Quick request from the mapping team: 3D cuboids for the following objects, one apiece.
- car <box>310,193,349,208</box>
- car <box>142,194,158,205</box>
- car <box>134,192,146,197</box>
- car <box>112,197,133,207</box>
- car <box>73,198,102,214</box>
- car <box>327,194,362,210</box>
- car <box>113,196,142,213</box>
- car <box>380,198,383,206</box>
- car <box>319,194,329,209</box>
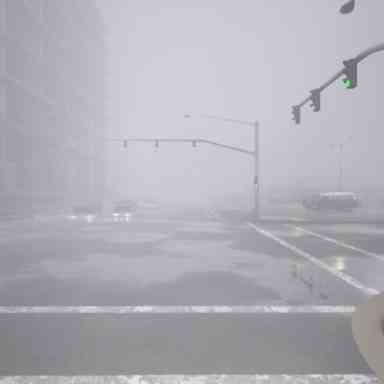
[{"bbox_3d":[21.620,1.161,52.346,4.605,1.855,1.932,0,0,1],"label":"car"},{"bbox_3d":[-7.216,1.493,59.641,2.033,1.411,5.357,0,0,0],"label":"car"},{"bbox_3d":[-10.616,1.038,68.483,2.150,2.045,5.566,0,0,0],"label":"car"},{"bbox_3d":[-10.758,1.499,51.928,2.033,1.411,5.357,0,0,0],"label":"car"},{"bbox_3d":[-10.816,1.446,34.699,1.882,1.535,5.008,0,1,0],"label":"car"},{"bbox_3d":[21.614,1.408,46.767,3.806,1.475,1.970,0,0,1],"label":"car"},{"bbox_3d":[-7.307,1.513,37.072,2.033,1.411,5.357,0,0,0],"label":"car"},{"bbox_3d":[36.828,1.364,60.643,3.905,1.438,1.784,0,0,1],"label":"car"},{"bbox_3d":[21.643,1.374,49.662,3.905,1.438,1.784,0,0,1],"label":"car"}]
